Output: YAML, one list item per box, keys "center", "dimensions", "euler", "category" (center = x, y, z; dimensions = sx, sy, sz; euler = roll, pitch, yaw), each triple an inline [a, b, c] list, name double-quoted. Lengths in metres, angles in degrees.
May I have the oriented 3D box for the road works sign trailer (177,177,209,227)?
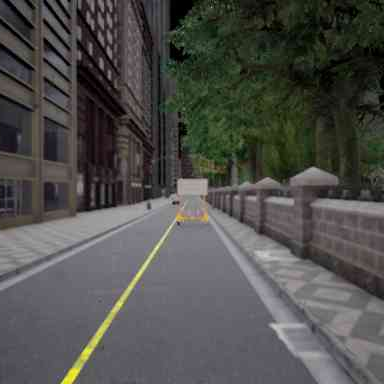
- center: [0.041, 0.695, 25.070]
  dimensions: [2.380, 3.560, 2.880]
  euler: [0, 0, -1]
  category: "road works sign trailer"

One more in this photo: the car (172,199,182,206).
- center: [-3.000, 2.061, 65.648]
  dimensions: [1.895, 1.301, 4.718]
  euler: [0, 0, 0]
  category: "car"
